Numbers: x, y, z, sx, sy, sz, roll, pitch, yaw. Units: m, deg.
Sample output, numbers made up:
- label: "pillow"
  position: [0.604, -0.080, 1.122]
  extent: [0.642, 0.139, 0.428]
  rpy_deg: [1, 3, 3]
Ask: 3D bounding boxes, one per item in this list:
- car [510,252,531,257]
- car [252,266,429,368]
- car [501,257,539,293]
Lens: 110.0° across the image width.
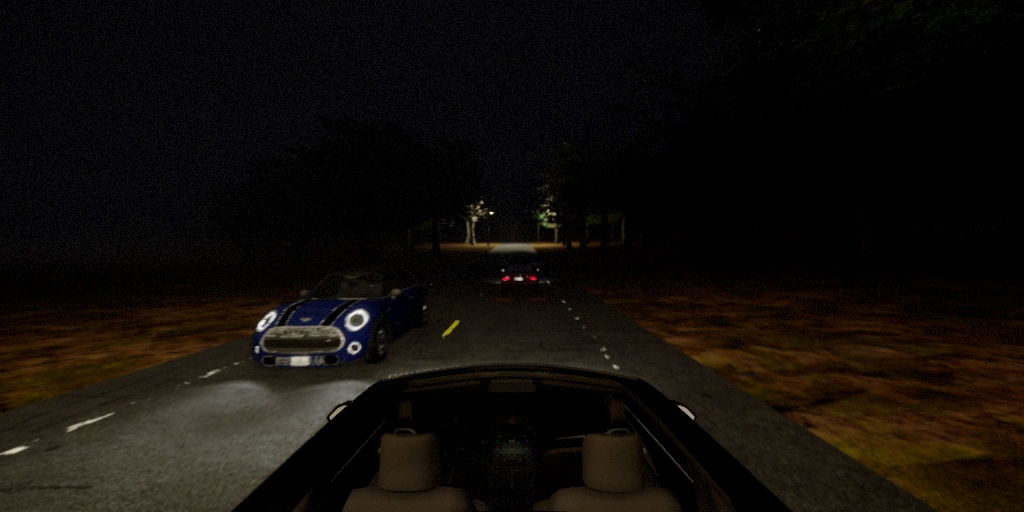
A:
- label: "car"
  position: [0.884, 0.315, 36.981]
  extent: [1.837, 1.490, 4.892]
  rpy_deg: [-1, 3, 2]
- label: "car"
  position: [-3.405, 1.075, 8.059]
  extent: [2.097, 1.767, 4.553]
  rpy_deg: [-1, 1, 1]
- label: "car"
  position: [0.416, 0.992, 18.392]
  extent: [2.033, 1.411, 5.357]
  rpy_deg: [-1, 2, 2]
